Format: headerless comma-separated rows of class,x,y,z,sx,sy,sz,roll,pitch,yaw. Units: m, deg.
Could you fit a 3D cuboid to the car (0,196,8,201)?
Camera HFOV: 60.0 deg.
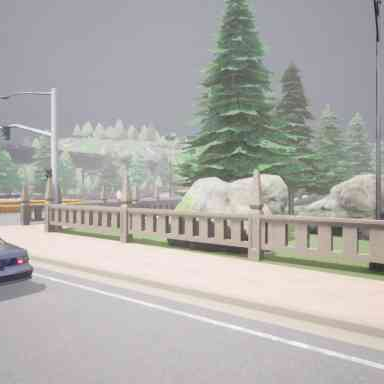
car,-23.925,1.491,37.113,2.128,1.511,4.902,0,0,36

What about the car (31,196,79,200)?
car,-18.370,1.478,44.823,1.882,1.535,5.008,0,0,36

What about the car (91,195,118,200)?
car,-12.991,1.334,52.314,2.097,1.767,4.553,0,1,36

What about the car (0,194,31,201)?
car,-24.176,1.221,42.748,2.150,2.045,5.566,0,0,36

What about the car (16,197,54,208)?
car,-23.398,1.505,49.816,1.837,1.490,4.892,0,0,36

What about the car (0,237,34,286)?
car,-6.105,1.547,8.317,5.357,1.411,2.033,0,0,36

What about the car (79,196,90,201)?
car,-18.508,1.352,50.624,2.097,1.767,4.553,0,0,35

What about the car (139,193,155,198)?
car,-9.728,0.921,68.779,2.033,1.411,5.357,0,4,36
